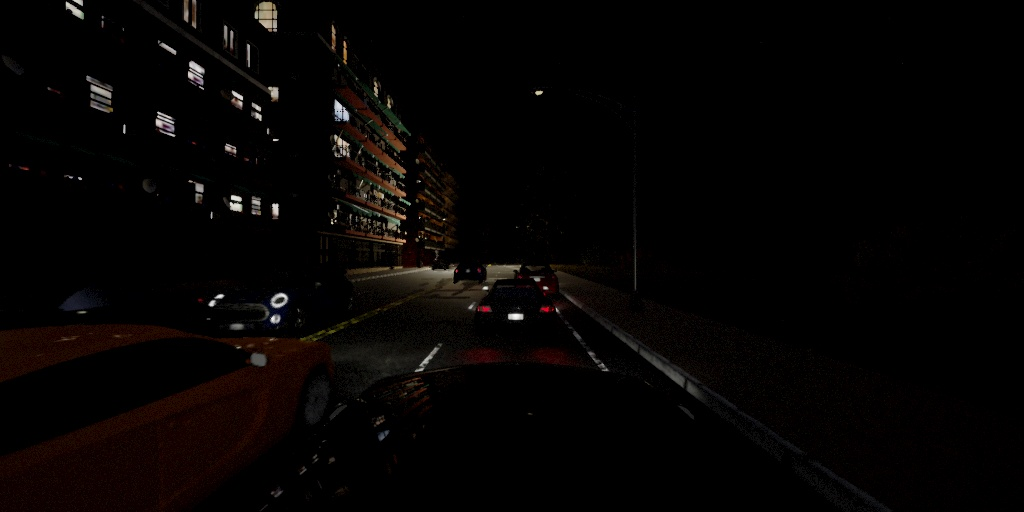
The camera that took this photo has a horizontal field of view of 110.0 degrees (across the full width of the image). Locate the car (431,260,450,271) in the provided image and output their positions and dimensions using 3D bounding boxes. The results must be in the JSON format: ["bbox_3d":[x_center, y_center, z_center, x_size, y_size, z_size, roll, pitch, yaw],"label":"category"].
[{"bbox_3d":[-9.807,1.256,49.531,1.837,1.490,4.892,0,0,0],"label":"car"}]

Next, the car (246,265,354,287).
[{"bbox_3d":[-6.593,1.103,10.831,2.097,1.767,4.553,0,0,0],"label":"car"}]

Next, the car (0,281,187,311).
[{"bbox_3d":[-9.844,1.298,8.065,2.033,1.411,5.357,0,0,0],"label":"car"}]

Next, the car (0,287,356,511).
[{"bbox_3d":[-3.151,1.228,2.488,1.882,1.535,5.008,0,0,0],"label":"car"}]

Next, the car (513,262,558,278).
[{"bbox_3d":[1.151,1.103,18.533,2.097,1.767,4.553,0,0,0],"label":"car"}]

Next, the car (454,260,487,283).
[{"bbox_3d":[-3.128,1.103,27.585,2.097,1.767,4.553,0,0,0],"label":"car"}]

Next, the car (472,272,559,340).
[{"bbox_3d":[0.101,1.315,9.954,1.994,1.385,4.181,0,0,0],"label":"car"}]
